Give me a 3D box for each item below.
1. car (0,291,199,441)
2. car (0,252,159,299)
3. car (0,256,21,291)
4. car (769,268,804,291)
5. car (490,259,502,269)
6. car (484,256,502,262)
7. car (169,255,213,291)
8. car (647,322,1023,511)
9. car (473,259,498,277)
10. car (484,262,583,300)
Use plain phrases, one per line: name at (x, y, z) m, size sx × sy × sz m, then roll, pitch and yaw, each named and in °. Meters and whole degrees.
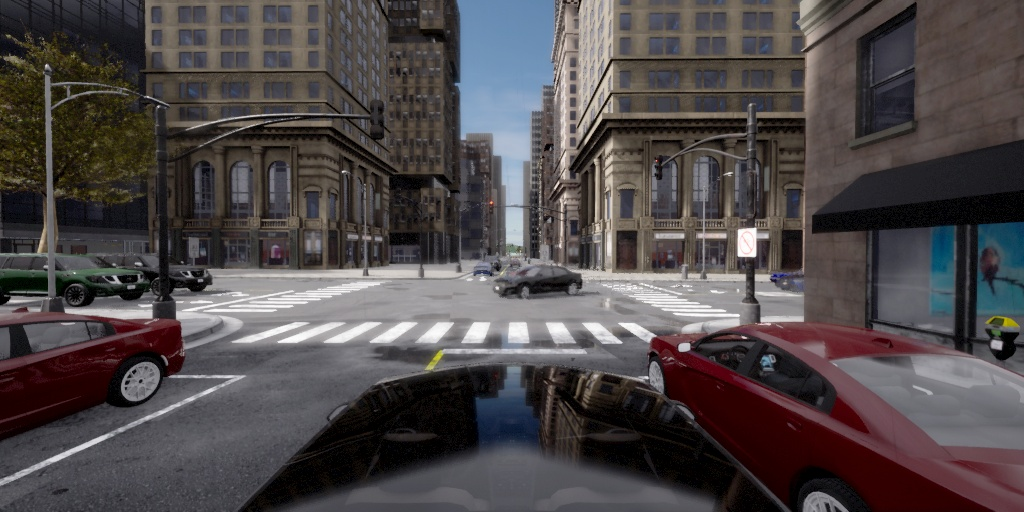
car at (-5.754, 1.295, 3.466) m, size 1.888 × 1.381 × 4.507 m, roll 0°, pitch 0°, yaw 0°
car at (-18.336, 0.901, 14.691) m, size 5.566 × 2.045 × 2.150 m, roll 0°, pitch 1°, yaw 1°
car at (-28.415, 0.903, 18.036) m, size 4.553 × 1.767 × 2.097 m, roll 0°, pitch 1°, yaw 1°
car at (18.064, 1.448, 21.066) m, size 4.181 × 1.385 × 1.994 m, roll 0°, pitch 1°, yaw 1°
car at (-2.566, 1.242, 58.439) m, size 1.837 × 1.490 × 4.892 m, roll 0°, pitch 0°, yaw 1°
car at (-2.690, 0.962, 46.973) m, size 2.150 × 2.045 × 5.566 m, roll 0°, pitch 0°, yaw 1°
car at (-18.327, 0.854, 17.941) m, size 5.566 × 2.045 × 2.150 m, roll 0°, pitch 1°, yaw 1°
car at (2.771, 1.294, 3.396) m, size 1.888 × 1.381 × 4.507 m, roll 0°, pitch 0°, yaw 0°
car at (-2.797, 1.290, 36.247) m, size 2.033 × 1.411 × 5.357 m, roll 0°, pitch 0°, yaw 0°
car at (1.343, 1.222, 17.959) m, size 5.008 × 1.535 × 1.882 m, roll 0°, pitch -1°, yaw -36°
